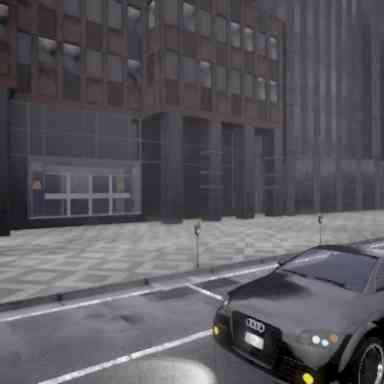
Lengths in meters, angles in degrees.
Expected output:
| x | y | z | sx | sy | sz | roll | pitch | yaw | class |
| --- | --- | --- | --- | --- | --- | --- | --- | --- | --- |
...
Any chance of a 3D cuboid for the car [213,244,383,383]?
| x | y | z | sx | sy | sz | roll | pitch | yaw | class |
| --- | --- | --- | --- | --- | --- | --- | --- | --- | --- |
| 2.348 | 1.543 | 5.055 | 4.181 | 1.385 | 1.994 | 0 | 0 | -36 | car |
